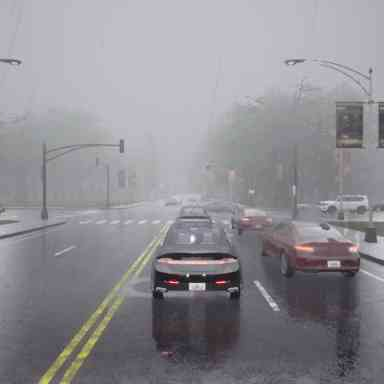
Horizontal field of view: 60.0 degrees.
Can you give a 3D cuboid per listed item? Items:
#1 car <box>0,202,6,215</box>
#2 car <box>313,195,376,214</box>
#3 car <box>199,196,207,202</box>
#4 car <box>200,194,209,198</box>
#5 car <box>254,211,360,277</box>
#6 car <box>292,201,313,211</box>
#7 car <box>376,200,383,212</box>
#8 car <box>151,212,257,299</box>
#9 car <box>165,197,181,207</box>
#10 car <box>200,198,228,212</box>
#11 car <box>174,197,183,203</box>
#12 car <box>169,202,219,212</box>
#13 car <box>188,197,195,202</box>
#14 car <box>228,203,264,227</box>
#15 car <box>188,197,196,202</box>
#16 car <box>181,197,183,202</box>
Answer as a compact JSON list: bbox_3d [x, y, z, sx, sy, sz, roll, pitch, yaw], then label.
[{"bbox_3d":[-20.171,1.224,30.493,5.566,2.045,2.150,0,0,-1],"label":"car"},{"bbox_3d":[17.070,1.399,37.512,5.566,2.045,2.150,0,0,-1],"label":"car"},{"bbox_3d":[3.157,1.952,92.921,2.033,1.411,5.357,0,-1,0],"label":"car"},{"bbox_3d":[3.169,1.642,82.534,2.150,2.045,5.566,0,-1,0],"label":"car"},{"bbox_3d":[3.336,1.533,10.138,1.812,1.442,4.674,0,0,0],"label":"car"},{"bbox_3d":[14.826,1.772,40.736,4.718,1.301,1.895,0,0,0],"label":"car"},{"bbox_3d":[23.958,1.695,40.817,5.008,1.535,1.882,0,0,0],"label":"car"},{"bbox_3d":[0.092,1.496,8.421,2.128,1.511,4.902,0,0,0],"label":"car"},{"bbox_3d":[-3.397,1.723,55.307,2.033,1.411,5.357,0,0,0],"label":"car"},{"bbox_3d":[3.133,1.653,35.959,4.181,1.385,1.994,0,0,33],"label":"car"},{"bbox_3d":[-3.333,1.930,83.384,2.128,1.511,4.902,0,-1,0],"label":"car"},{"bbox_3d":[0.084,1.517,17.829,2.128,1.511,4.902,0,0,0],"label":"car"},{"bbox_3d":[-0.093,1.965,92.918,1.994,1.385,4.181,0,-1,0],"label":"car"},{"bbox_3d":[3.342,1.555,18.947,1.812,1.442,4.674,0,0,1],"label":"car"},{"bbox_3d":[-0.081,1.893,82.464,1.882,1.535,5.008,0,-1,0],"label":"car"},{"bbox_3d":[-3.318,1.804,69.214,1.812,1.442,4.674,0,-1,0],"label":"car"}]
